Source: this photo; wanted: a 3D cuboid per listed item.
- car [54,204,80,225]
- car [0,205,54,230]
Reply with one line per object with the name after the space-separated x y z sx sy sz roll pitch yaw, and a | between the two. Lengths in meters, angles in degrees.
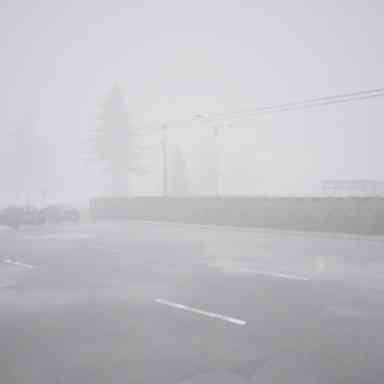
-10.528 1.692 25.843 4.674 1.442 1.812 -1 0 38 | car
-11.799 1.661 22.413 4.902 1.511 2.128 -1 0 38 | car
